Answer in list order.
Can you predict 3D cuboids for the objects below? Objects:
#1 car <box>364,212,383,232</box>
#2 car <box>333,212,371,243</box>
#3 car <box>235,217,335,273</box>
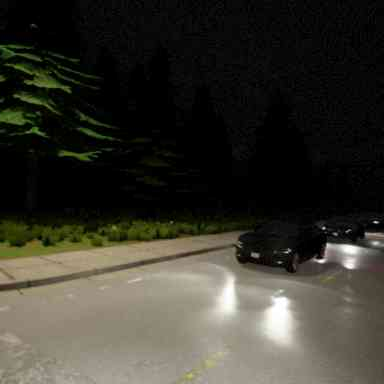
[{"bbox_3d":[15.248,2.432,28.387,1.882,1.535,5.008,4,0,36],"label":"car"},{"bbox_3d":[9.150,2.099,19.922,1.812,1.442,4.674,4,0,36],"label":"car"},{"bbox_3d":[3.345,1.689,11.850,1.882,1.535,5.008,4,0,36],"label":"car"}]
